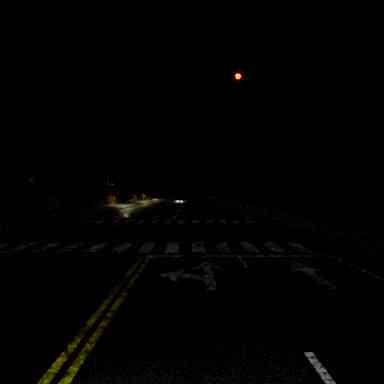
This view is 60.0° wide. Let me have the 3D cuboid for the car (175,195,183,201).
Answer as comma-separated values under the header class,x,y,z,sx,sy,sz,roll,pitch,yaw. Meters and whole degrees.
class,x,y,z,sx,sy,sz,roll,pitch,yaw
car,-3.145,1.474,83.457,2.128,1.511,4.902,0,0,0
